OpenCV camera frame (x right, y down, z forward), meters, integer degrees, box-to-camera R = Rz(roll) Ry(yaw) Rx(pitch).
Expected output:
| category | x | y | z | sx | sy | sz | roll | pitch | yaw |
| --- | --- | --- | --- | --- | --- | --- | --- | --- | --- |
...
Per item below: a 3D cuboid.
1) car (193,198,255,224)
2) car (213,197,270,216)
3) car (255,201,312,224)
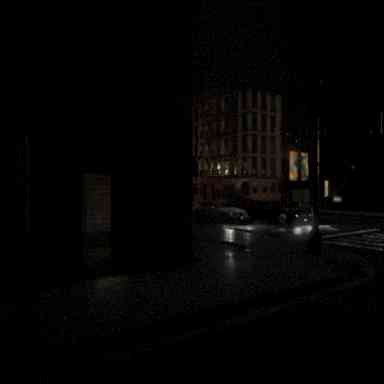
| category | x | y | z | sx | sy | sz | roll | pitch | yaw |
| --- | --- | --- | --- | --- | --- | --- | --- | --- | --- |
| car | 1.773 | 1.276 | 22.621 | 1.812 | 1.442 | 4.674 | 0 | 1 | -35 |
| car | 4.385 | 1.223 | 30.558 | 2.033 | 1.411 | 5.357 | 0 | 1 | -36 |
| car | 5.539 | 1.330 | 22.928 | 2.033 | 1.411 | 5.357 | 0 | 1 | -36 |
